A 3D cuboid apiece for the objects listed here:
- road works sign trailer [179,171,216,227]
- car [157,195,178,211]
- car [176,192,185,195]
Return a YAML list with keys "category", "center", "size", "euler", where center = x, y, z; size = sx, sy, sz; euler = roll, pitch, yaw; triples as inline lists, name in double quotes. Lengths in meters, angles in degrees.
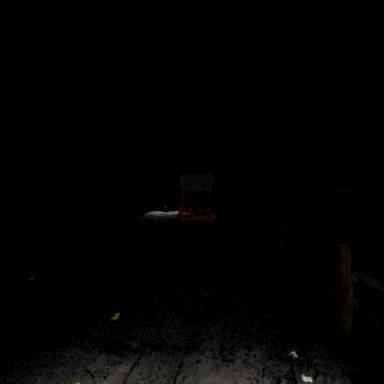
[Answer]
- category: "road works sign trailer"
  center: [0.283, 0.408, 22.525]
  size: [2.380, 3.560, 2.880]
  euler: [0, 0, -6]
- category: "car"
  center: [-2.828, 1.400, 38.081]
  size: [1.837, 1.490, 4.892]
  euler: [0, 0, 0]
- category: "car"
  center: [-2.720, 0.713, 78.545]
  size: [1.812, 1.442, 4.674]
  euler: [0, 1, 0]
